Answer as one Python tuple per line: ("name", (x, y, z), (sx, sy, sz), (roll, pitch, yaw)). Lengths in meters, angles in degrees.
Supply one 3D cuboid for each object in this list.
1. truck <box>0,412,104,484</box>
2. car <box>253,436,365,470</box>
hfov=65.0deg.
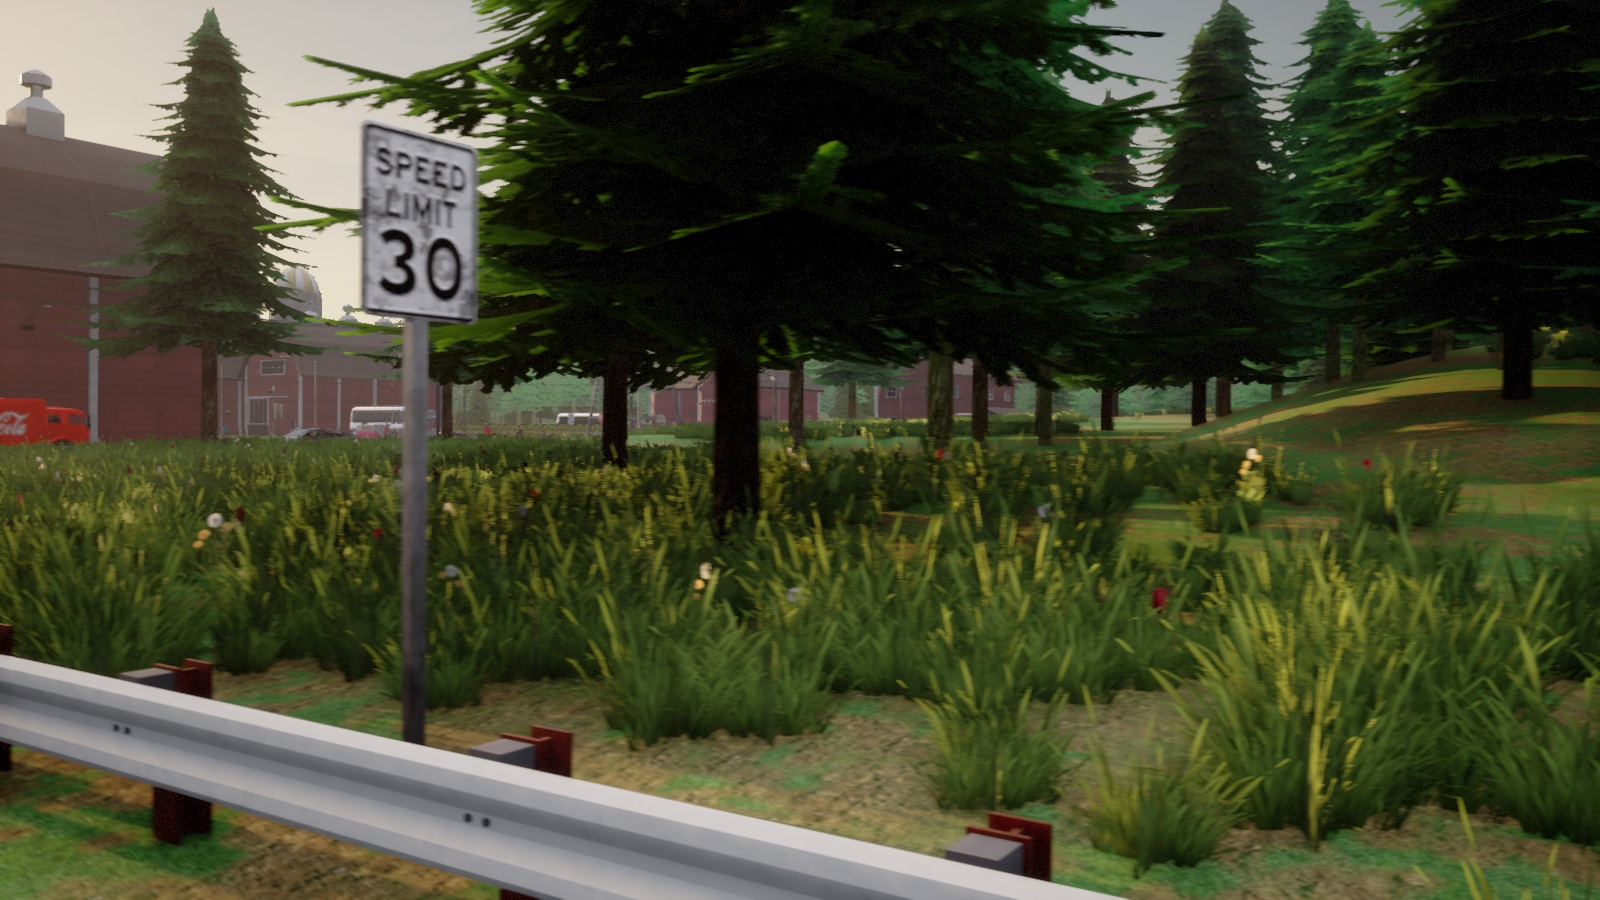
("truck", (-27.759, -0.079, 44.040), (2.627, 2.467, 5.204), (0, 1, 32))
("car", (-22.785, 0.114, 58.391), (2.007, 1.525, 4.514), (0, 1, 32))
